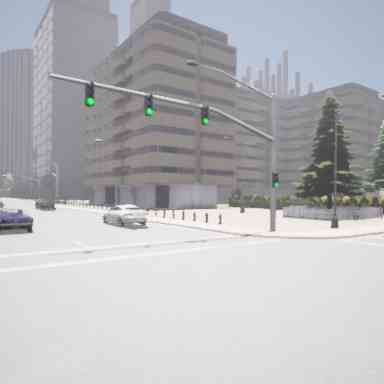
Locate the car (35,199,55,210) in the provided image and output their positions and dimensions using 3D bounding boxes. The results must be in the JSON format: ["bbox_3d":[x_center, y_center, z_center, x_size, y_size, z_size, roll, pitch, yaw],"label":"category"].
[{"bbox_3d":[-19.672,1.662,44.450,1.837,1.490,4.892,1,-1,-35],"label":"car"}]

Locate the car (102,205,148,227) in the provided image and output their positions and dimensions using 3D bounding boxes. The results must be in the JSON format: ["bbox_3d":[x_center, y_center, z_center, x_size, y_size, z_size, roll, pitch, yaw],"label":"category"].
[{"bbox_3d":[-4.778,1.627,23.543,1.812,1.442,4.674,1,0,-35],"label":"car"}]

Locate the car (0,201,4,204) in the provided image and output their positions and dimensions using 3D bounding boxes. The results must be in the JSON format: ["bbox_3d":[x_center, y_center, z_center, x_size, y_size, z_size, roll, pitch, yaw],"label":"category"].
[{"bbox_3d":[-16.655,1.534,27.985,1.837,1.490,4.892,1,-1,-35],"label":"car"}]

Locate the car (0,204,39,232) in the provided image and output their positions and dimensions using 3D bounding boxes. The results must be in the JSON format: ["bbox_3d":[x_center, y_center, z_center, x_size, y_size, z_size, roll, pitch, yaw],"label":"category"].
[{"bbox_3d":[-10.711,1.628,19.637,1.895,1.301,4.718,1,0,-35],"label":"car"}]
